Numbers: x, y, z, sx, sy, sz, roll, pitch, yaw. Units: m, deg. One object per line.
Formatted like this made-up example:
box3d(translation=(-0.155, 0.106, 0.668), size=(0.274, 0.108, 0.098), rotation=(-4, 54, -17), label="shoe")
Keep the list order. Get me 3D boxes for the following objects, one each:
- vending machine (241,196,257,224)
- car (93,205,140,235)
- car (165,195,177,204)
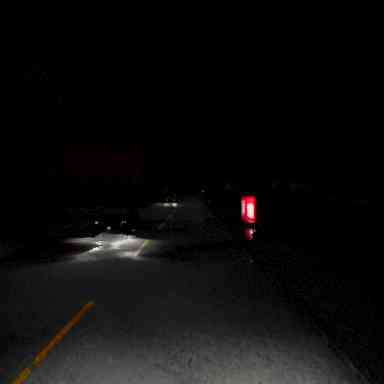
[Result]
box3d(translation=(4.369, 1.351, 25.473), size=(1.100, 2.100, 0.880), rotation=(0, 0, 0), label="vending machine")
box3d(translation=(-4.037, 1.475, 18.466), size=(1.812, 1.442, 4.674), rotation=(0, 0, 0), label="car")
box3d(translation=(-3.826, 1.317, 60.862), size=(1.882, 1.535, 5.008), rotation=(0, 0, 1), label="car")
